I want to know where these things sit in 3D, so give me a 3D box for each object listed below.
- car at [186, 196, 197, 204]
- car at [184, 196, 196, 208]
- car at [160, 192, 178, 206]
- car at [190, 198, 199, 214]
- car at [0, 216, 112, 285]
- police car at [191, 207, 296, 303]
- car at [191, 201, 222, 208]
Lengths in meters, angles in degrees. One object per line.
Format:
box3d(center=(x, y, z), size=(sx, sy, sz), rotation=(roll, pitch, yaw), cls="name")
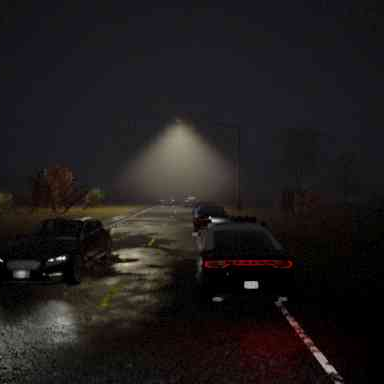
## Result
box3d(center=(-0.145, 1.380, 59.126), size=(1.812, 1.442, 4.674), rotation=(0, 0, 0), cls="car")
box3d(center=(-0.073, 1.394, 45.792), size=(2.128, 1.511, 4.902), rotation=(0, 0, 0), cls="car")
box3d(center=(-3.716, 1.233, 51.967), size=(2.097, 1.767, 4.553), rotation=(0, 0, 0), cls="car")
box3d(center=(0.994, 1.439, 24.290), size=(1.882, 1.535, 5.008), rotation=(0, 0, 0), cls="car")
box3d(center=(-3.622, 1.480, 9.507), size=(2.128, 1.511, 4.902), rotation=(0, 0, 0), cls="car")
box3d(center=(1.031, 1.415, 8.397), size=(1.930, 1.638, 5.238), rotation=(0, 0, 0), cls="police car")
box3d(center=(1.008, 1.479, 18.288), size=(1.837, 1.490, 4.892), rotation=(0, 0, 0), cls="car")
